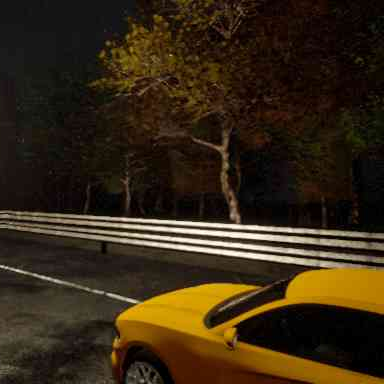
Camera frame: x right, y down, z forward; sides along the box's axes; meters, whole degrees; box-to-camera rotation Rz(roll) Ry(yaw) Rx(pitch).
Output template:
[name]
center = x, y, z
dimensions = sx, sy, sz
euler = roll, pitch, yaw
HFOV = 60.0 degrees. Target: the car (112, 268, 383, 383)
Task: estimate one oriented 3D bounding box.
[car]
center = 1.405, 1.480, 2.996
dimensions = 5.008, 1.535, 1.882
euler = 0, 0, 36
